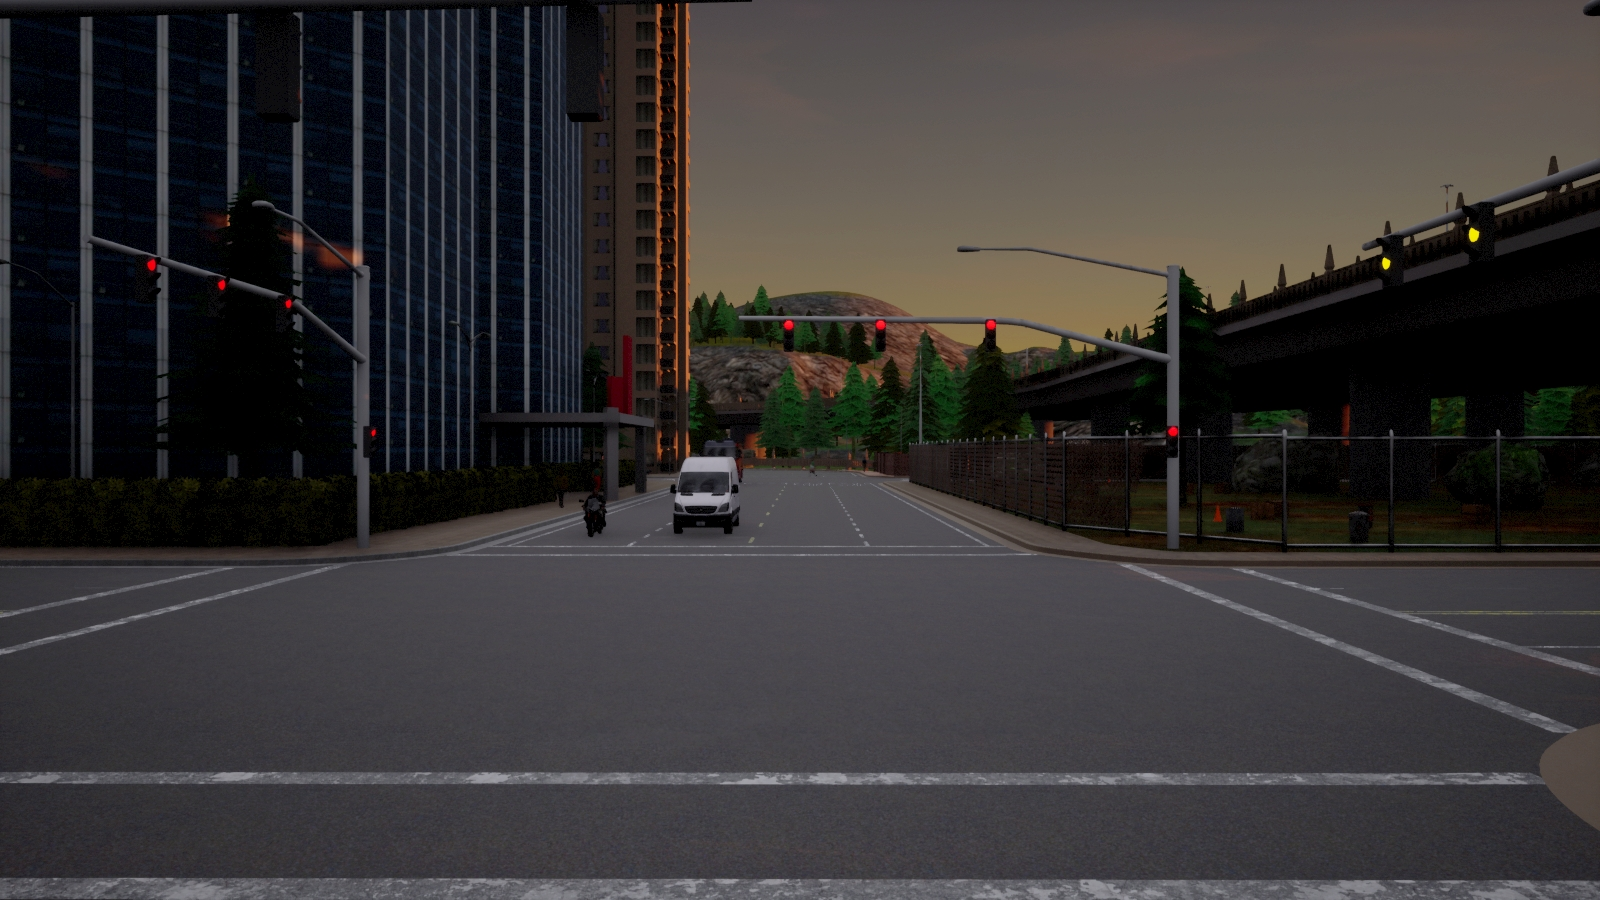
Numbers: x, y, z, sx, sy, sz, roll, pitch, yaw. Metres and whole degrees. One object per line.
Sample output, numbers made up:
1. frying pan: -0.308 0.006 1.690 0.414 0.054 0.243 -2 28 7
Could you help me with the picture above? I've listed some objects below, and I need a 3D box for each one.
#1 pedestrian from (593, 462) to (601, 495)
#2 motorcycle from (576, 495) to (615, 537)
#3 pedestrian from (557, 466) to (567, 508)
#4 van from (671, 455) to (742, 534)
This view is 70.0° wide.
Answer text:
1. pedestrian: -11.635 1.641 65.455 0.375 1.860 0.375 0 0 1
2. motorcycle: -6.735 2.150 37.693 0.867 1.251 2.209 0 0 0
3. pedestrian: -10.669 1.642 51.207 0.375 1.860 0.375 0 0 2
4. van: -3.226 1.479 40.346 1.988 2.561 5.915 0 0 0
